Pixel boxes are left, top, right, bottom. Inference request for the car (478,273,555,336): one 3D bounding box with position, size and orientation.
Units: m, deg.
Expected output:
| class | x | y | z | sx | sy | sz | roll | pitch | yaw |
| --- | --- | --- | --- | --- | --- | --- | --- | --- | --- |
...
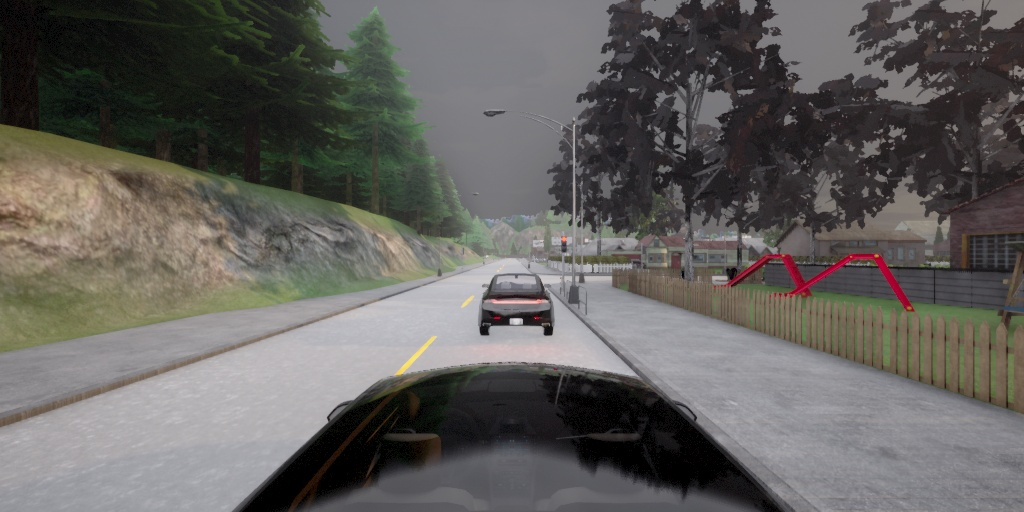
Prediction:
| class | x | y | z | sx | sy | sz | roll | pitch | yaw |
| --- | --- | --- | --- | --- | --- | --- | --- | --- | --- |
| car | 0.128 | 1.242 | 10.383 | 2.128 | 1.511 | 4.902 | 0 | 0 | 1 |
